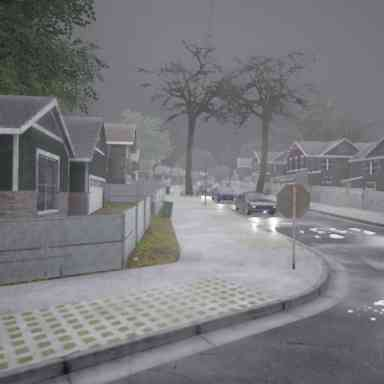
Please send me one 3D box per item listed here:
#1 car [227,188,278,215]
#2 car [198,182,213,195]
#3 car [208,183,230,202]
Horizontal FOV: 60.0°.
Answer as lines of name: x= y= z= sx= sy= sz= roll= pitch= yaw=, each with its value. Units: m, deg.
car: x=4.237 y=0.715 z=23.156 sx=2.033 sy=1.411 sz=5.357 roll=1 pitch=3 yaw=-6
car: x=1.959 y=-0.377 z=44.817 sx=2.128 sy=1.511 sz=4.902 roll=1 pitch=3 yaw=-6
car: x=3.160 y=0.158 z=33.363 sx=1.882 sy=1.535 sz=5.008 roll=1 pitch=3 yaw=-6
